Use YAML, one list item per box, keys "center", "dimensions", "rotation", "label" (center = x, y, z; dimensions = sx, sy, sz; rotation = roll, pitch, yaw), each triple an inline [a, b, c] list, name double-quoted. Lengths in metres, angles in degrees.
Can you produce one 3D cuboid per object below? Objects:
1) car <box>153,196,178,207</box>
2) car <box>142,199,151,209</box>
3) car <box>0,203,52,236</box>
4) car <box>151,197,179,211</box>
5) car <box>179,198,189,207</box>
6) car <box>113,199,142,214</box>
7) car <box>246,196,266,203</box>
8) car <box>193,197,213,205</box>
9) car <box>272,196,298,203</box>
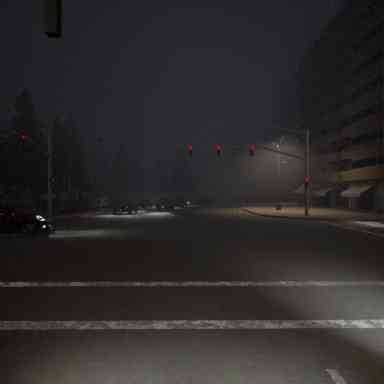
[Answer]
- center: [-4.269, 1.491, 53.968]
  dimensions: [2.128, 1.511, 4.902]
  rotation: [0, 0, 20]
  label: "car"
- center: [-6.398, 1.601, 44.125]
  dimensions: [1.895, 1.301, 4.718]
  rotation: [0, 0, 6]
  label: "car"
- center: [-9.904, 1.384, 17.637]
  dimensions: [4.553, 1.767, 2.097]
  rotation: [0, 0, -14]
  label: "car"
- center: [-3.208, 1.491, 40.629]
  dimensions: [2.128, 1.511, 4.902]
  rotation: [0, 0, 4]
  label: "car"
- center: [-1.891, 1.547, 50.358]
  dimensions: [2.033, 1.411, 5.357]
  rotation: [0, 0, 15]
  label: "car"
- center: [-6.945, 1.526, 35.047]
  dimensions: [1.812, 1.442, 4.674]
  rotation: [0, 0, 2]
  label: "car"
- center: [13.156, 1.477, 68.031]
  dimensions: [5.008, 1.535, 1.882]
  rotation: [0, 0, -41]
  label: "car"
- center: [2.003, 1.601, 59.585]
  dimensions: [1.895, 1.301, 4.718]
  rotation: [0, 0, 31]
  label: "car"
- center: [18.520, 1.478, 67.542]
  dimensions: [5.008, 1.535, 1.882]
  rotation: [0, 0, -33]
  label: "car"
